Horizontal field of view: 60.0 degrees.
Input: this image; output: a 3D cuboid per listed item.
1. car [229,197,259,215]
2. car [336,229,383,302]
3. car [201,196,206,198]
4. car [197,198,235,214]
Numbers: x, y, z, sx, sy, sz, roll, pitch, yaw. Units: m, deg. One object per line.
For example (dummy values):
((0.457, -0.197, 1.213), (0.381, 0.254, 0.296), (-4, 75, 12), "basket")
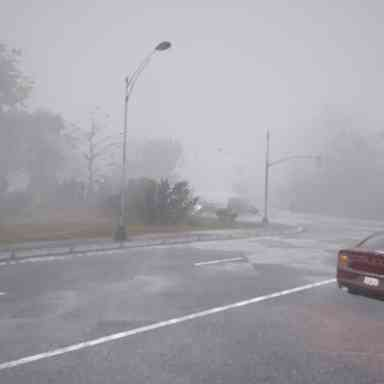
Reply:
((6.424, 1.790, 42.748), (2.150, 2.045, 5.566), (2, 0, -21), "car")
((5.334, 1.535, 7.572), (5.008, 1.535, 1.882), (1, -1, -35), "car")
((1.718, 1.524, 59.538), (1.837, 1.490, 4.892), (2, 2, -11), "car")
((2.936, 1.969, 42.057), (2.033, 1.411, 5.357), (2, 0, -20), "car")
